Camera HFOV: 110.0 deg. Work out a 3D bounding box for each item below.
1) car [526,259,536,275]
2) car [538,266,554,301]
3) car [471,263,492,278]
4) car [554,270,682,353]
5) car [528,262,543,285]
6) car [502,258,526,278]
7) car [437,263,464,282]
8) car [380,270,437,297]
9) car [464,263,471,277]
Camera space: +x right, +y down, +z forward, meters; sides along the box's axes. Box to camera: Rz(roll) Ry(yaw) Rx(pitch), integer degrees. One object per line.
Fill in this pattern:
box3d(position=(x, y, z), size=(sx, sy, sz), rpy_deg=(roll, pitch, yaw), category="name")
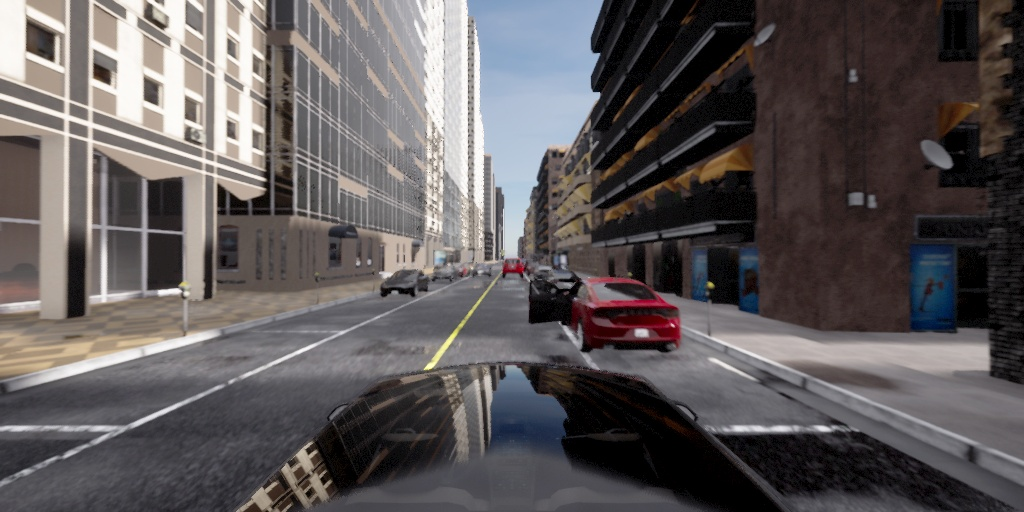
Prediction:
box3d(position=(2.693, 1.428, 42.183), size=(1.967, 1.591, 4.097), rpy_deg=(0, 0, 0), category="car")
box3d(position=(2.692, 1.417, 19.590), size=(1.948, 1.339, 4.313), rpy_deg=(0, 0, 0), category="car")
box3d(position=(-3.077, 1.451, 37.524), size=(2.128, 1.511, 4.902), rpy_deg=(0, 0, 0), category="car")
box3d(position=(2.362, 1.269, 9.008), size=(1.882, 1.535, 5.008), rpy_deg=(0, 0, 0), category="car")
box3d(position=(2.692, 1.469, 30.887), size=(2.007, 1.370, 4.403), rpy_deg=(0, 0, 0), category="car")
box3d(position=(0.085, 1.183, 37.833), size=(2.150, 2.045, 5.566), rpy_deg=(0, 0, 0), category="car")
box3d(position=(-5.688, 1.469, 30.886), size=(2.007, 1.370, 4.403), rpy_deg=(0, 0, 0), category="car")
box3d(position=(-5.689, 1.417, 19.590), size=(1.948, 1.339, 4.313), rpy_deg=(0, 0, 0), category="car")
box3d(position=(-5.688, 1.393, 36.536), size=(1.967, 1.591, 4.097), rpy_deg=(0, 0, 0), category="car")
